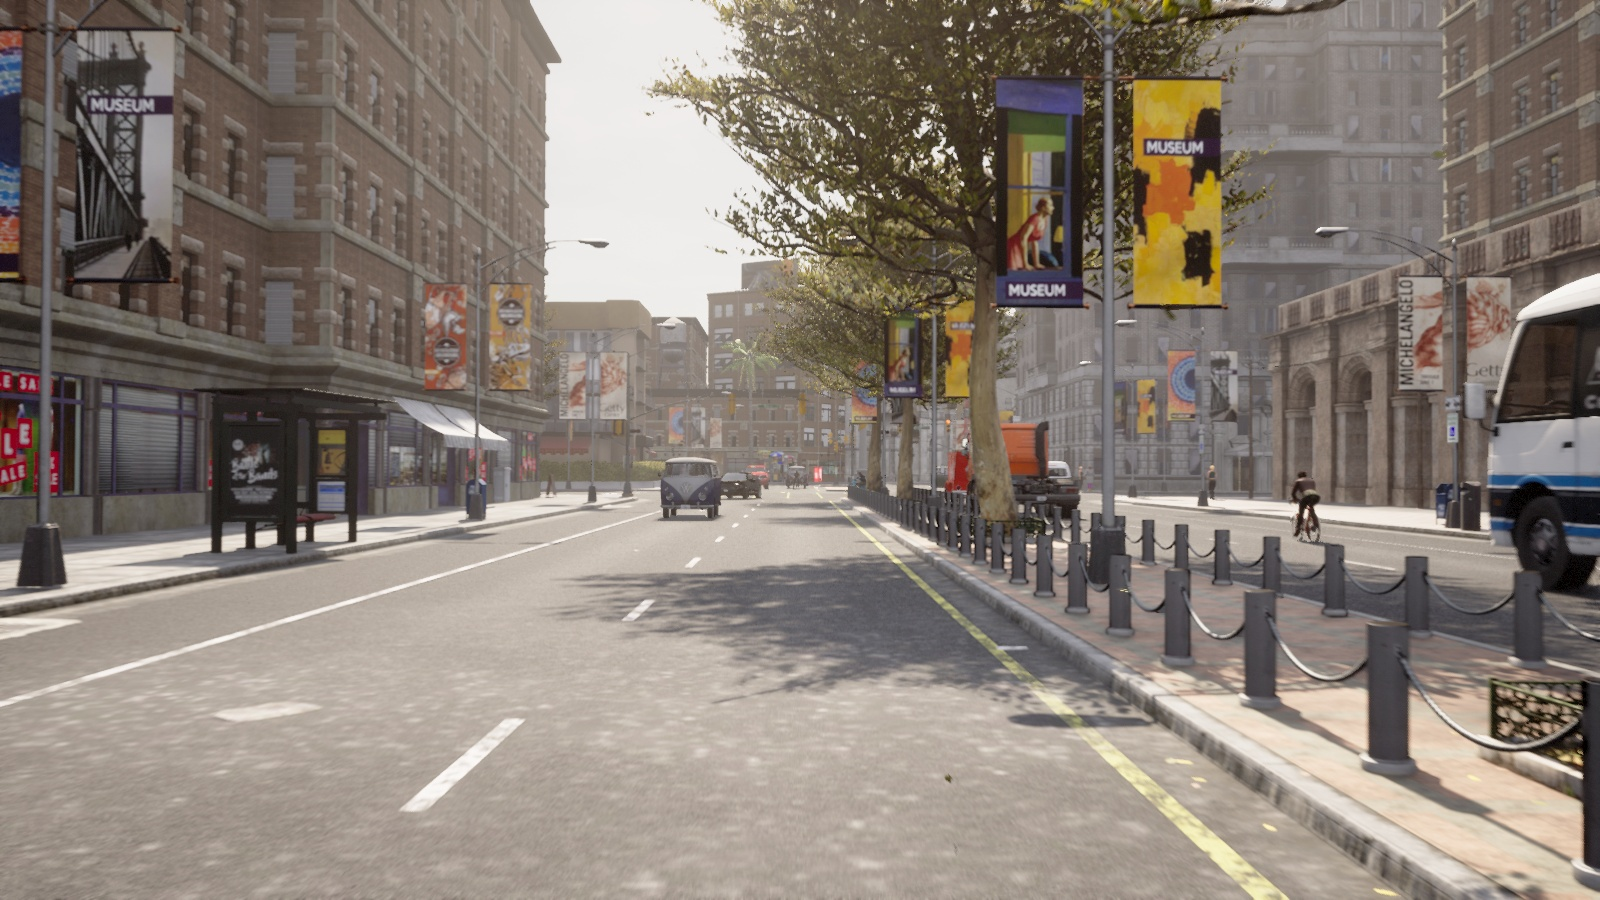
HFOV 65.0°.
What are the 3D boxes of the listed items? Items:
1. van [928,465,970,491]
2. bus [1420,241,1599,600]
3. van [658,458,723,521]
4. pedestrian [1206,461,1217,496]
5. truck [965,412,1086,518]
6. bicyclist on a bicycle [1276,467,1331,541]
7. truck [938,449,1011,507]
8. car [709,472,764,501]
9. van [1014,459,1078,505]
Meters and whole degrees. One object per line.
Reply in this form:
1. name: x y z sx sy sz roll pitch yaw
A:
1. van: 11.587 2.161 97.986 1.775 1.987 4.442 0 -1 -14
2. bus: 11.460 -0.373 14.015 3.944 4.253 10.273 0 -1 0
3. van: -3.604 1.284 41.918 1.775 1.987 4.442 0 -1 0
4. pedestrian: 21.323 1.475 65.073 0.345 1.836 0.594 0 -1 0
5. truck: 7.885 0.555 45.045 2.891 3.462 7.936 0 -1 0
6. bicyclist on a bicycle: 11.370 1.197 28.390 0.582 1.620 1.656 0 -1 1
7. truck: 7.754 1.241 56.418 2.627 2.467 5.204 0 -1 1
8. car: -3.469 1.972 69.639 1.882 1.535 5.008 -1 -1 11
9. van: 11.357 1.468 58.280 2.069 2.038 4.480 0 -1 0
